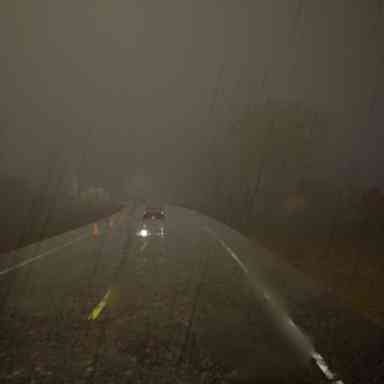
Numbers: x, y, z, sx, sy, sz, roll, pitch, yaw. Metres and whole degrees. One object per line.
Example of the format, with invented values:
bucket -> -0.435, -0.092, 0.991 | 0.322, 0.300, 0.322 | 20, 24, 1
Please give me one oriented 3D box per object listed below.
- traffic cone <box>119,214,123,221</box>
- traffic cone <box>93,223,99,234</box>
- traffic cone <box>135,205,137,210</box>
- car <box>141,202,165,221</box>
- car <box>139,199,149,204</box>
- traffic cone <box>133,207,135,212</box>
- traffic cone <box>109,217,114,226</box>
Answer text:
traffic cone -> -6.112, 2.156, 28.674 | 0.340, 0.580, 0.340 | 0, 0, -5
traffic cone -> -5.437, 2.073, 18.782 | 0.340, 0.580, 0.340 | 0, 0, -3
traffic cone -> -7.626, 2.308, 43.469 | 0.340, 0.580, 0.340 | 0, -1, -7
car -> -3.326, 1.802, 29.281 | 1.895, 1.301, 4.718 | 0, -1, -5
car -> -11.935, 2.359, 82.118 | 1.812, 1.442, 4.674 | 0, -1, -20
traffic cone -> -7.054, 2.254, 38.545 | 0.340, 0.580, 0.340 | 0, -1, -6
traffic cone -> -5.742, 2.112, 23.731 | 0.340, 0.580, 0.340 | 0, 0, -4
